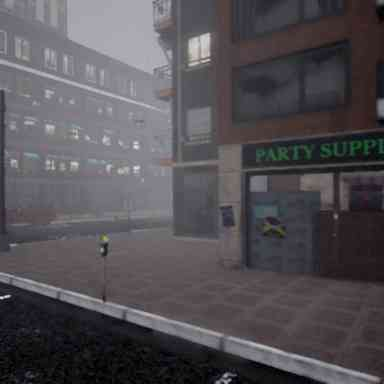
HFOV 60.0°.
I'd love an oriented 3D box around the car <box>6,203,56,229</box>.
[{"bbox_3d":[-12.869,1.739,25.292,2.192,1.841,5.009,-2,-2,35],"label":"car"}]
